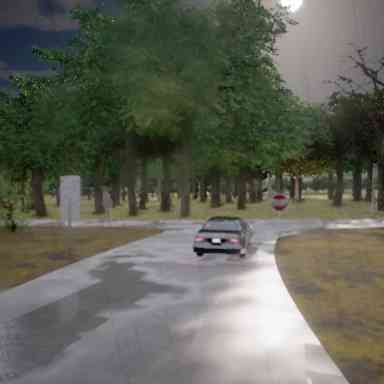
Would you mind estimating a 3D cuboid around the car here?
[{"bbox_3d":[1.385,1.685,13.473,2.033,1.411,5.357,0,-1,13],"label":"car"}]
